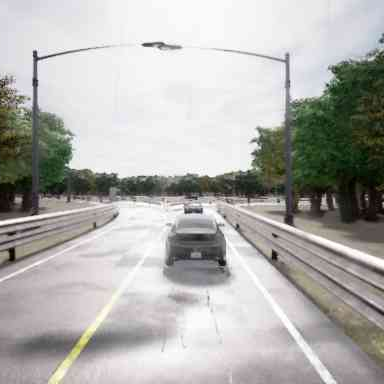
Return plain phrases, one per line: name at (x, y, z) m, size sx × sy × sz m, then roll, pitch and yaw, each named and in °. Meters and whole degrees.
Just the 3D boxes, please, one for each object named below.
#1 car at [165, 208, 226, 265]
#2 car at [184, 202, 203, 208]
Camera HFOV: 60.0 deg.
car at (0.118, 1.520, 11.686) m, size 1.837 × 1.490 × 4.892 m, roll 0°, pitch 0°, yaw 0°
car at (0.153, 1.701, 34.081) m, size 1.895 × 1.301 × 4.718 m, roll 0°, pitch 0°, yaw 0°
